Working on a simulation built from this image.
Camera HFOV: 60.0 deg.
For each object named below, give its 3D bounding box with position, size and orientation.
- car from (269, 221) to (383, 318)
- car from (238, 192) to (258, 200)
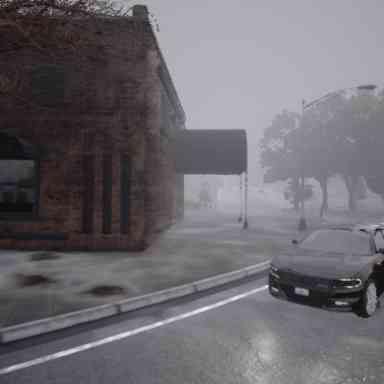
[{"bbox_3d":[3.617,1.509,7.814,1.882,1.535,5.008,0,0,42],"label":"car"},{"bbox_3d":[15.774,1.519,91.564,4.674,1.452,2.002,-1,3,-17],"label":"car"}]
